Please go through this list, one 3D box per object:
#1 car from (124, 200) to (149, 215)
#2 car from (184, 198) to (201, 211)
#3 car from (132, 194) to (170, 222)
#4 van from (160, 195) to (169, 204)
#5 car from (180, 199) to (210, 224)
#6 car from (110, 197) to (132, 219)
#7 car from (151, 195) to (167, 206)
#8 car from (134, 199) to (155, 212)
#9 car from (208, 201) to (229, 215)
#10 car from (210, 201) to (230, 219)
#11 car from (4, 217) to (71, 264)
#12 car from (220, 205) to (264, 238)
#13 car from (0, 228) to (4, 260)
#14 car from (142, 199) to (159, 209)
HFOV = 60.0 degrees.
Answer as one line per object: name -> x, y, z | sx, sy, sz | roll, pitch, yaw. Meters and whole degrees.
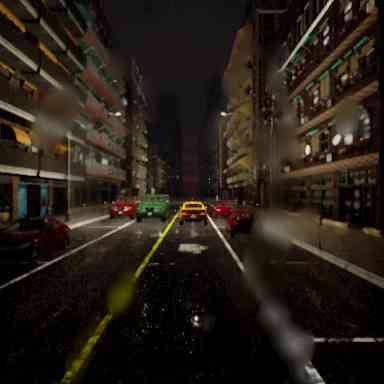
car -> -5.678, 1.546, 34.444 | 1.752, 1.417, 4.829 | 0, 0, 0
car -> 0.112, 1.579, 42.384 | 2.033, 1.411, 5.357 | 0, 0, 0
car -> -2.994, 1.219, 26.417 | 2.150, 2.045, 5.566 | 0, 0, 0
van -> -5.670, 1.432, 68.756 | 1.690, 1.788, 3.998 | 0, 0, 0
car -> 0.107, 1.489, 24.664 | 1.882, 1.535, 5.008 | 0, 0, 0
car -> -5.679, 1.330, 28.923 | 2.192, 1.841, 5.009 | 0, 0, 0
car -> -5.673, 1.379, 57.374 | 2.192, 1.841, 5.009 | 0, 0, 0
car -> -5.677, 1.594, 40.305 | 1.947, 1.339, 4.313 | 0, 0, 0
car -> 2.702, 1.602, 34.610 | 1.802, 1.307, 4.206 | 0, 0, 0
car -> 2.701, 1.597, 28.920 | 1.802, 1.307, 4.206 | 0, 0, 0
car -> -5.684, 1.586, 11.854 | 1.802, 1.307, 4.206 | 0, 0, 0
car -> 2.698, 1.589, 17.539 | 1.802, 1.307, 4.206 | 0, 0, 0
car -> -5.684, 1.527, 5.992 | 1.752, 1.417, 4.829 | 0, 0, 0
car -> -5.676, 1.620, 45.994 | 1.802, 1.307, 4.206 | 0, 0, 0
